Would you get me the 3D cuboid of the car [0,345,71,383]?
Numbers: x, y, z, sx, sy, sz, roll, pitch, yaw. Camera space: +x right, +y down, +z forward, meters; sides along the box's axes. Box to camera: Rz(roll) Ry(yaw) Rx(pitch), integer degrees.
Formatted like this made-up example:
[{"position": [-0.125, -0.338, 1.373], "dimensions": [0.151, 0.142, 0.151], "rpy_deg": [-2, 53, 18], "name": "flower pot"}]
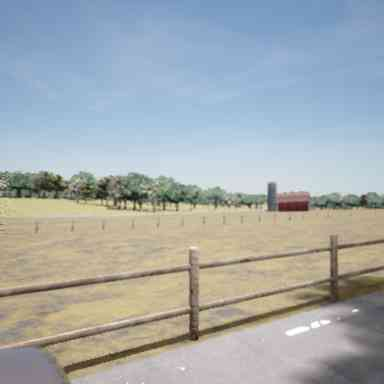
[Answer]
[{"position": [-2.987, 1.548, 0.956], "dimensions": [5.357, 1.411, 2.033], "rpy_deg": [1, -1, -33], "name": "car"}]
